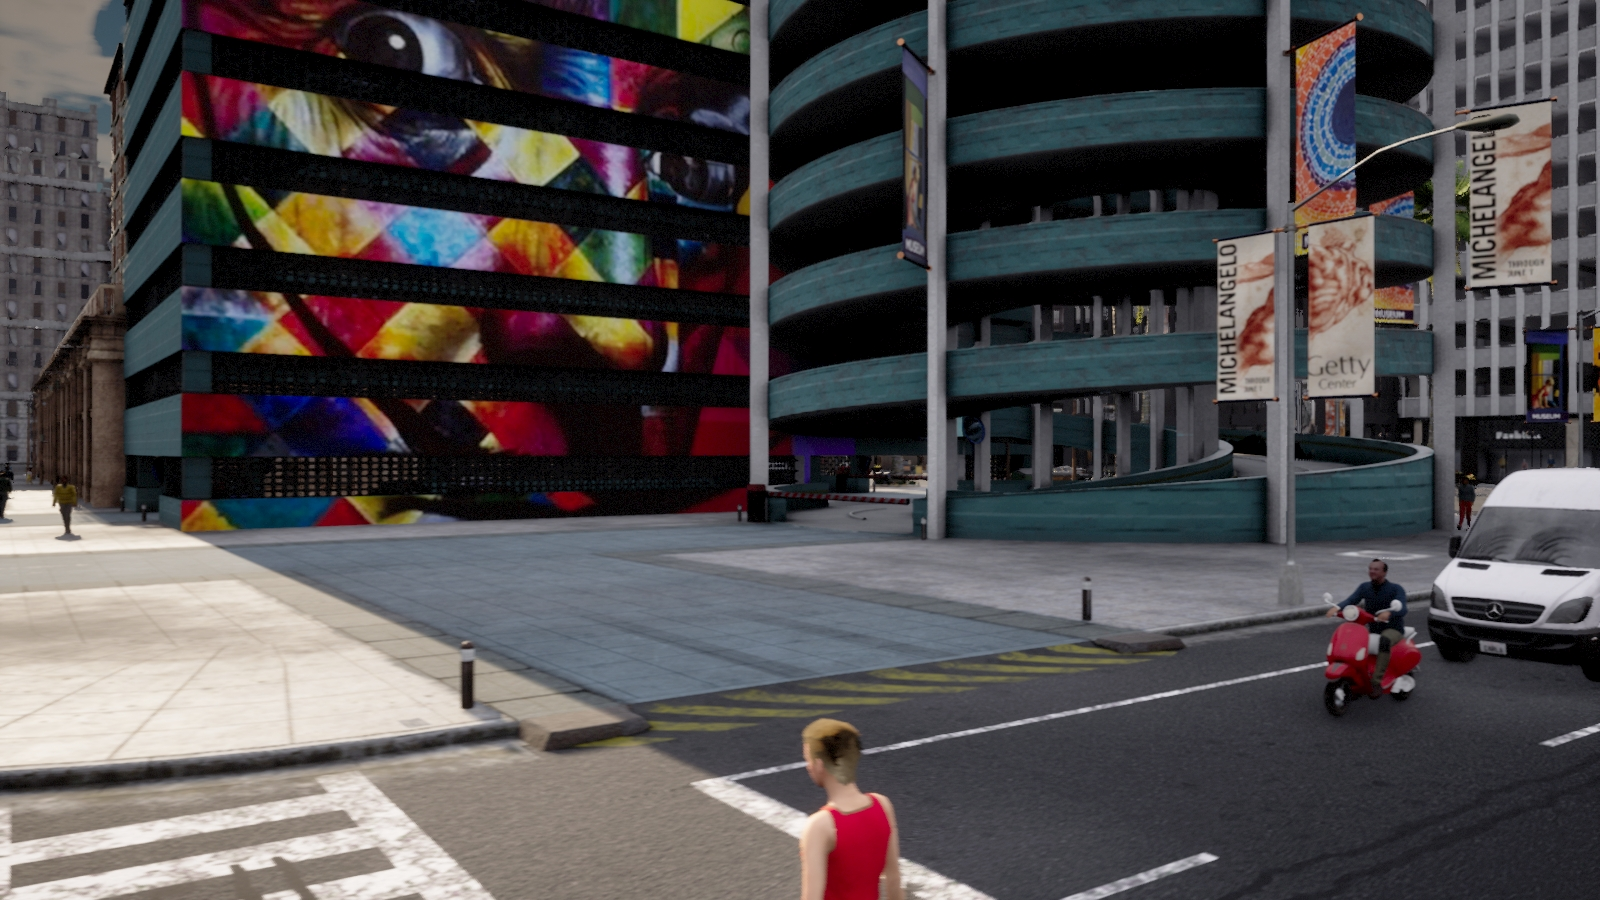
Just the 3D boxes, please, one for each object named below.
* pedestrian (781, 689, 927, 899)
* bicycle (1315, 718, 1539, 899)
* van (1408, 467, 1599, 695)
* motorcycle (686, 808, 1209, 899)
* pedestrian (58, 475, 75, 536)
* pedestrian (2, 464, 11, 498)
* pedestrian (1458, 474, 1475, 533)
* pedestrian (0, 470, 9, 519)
[{"bbox_3d":[0.192,1.851,4.136,0.375,1.860,0.375,0,0,-35],"label":"pedestrian"},{"bbox_3d":[3.493,2.216,6.292,1.835,1.171,0.329,0,0,-36],"label":"bicycle"},{"bbox_3d":[10.863,1.549,15.730,5.915,2.561,1.988,0,0,-36],"label":"van"},{"bbox_3d":[0.560,2.185,4.136,1.805,1.236,0.856,0,0,-36],"label":"motorcycle"},{"bbox_3d":[-22.706,1.698,35.369,0.375,1.860,0.375,0,0,-26],"label":"pedestrian"},{"bbox_3d":[-43.675,1.698,62.880,0.375,1.860,0.375,0,0,-35],"label":"pedestrian"},{"bbox_3d":[21.598,1.726,37.013,0.375,1.860,0.375,0,0,-40],"label":"pedestrian"},{"bbox_3d":[-30.401,1.697,43.564,0.375,1.860,0.375,0,0,-33],"label":"pedestrian"}]
